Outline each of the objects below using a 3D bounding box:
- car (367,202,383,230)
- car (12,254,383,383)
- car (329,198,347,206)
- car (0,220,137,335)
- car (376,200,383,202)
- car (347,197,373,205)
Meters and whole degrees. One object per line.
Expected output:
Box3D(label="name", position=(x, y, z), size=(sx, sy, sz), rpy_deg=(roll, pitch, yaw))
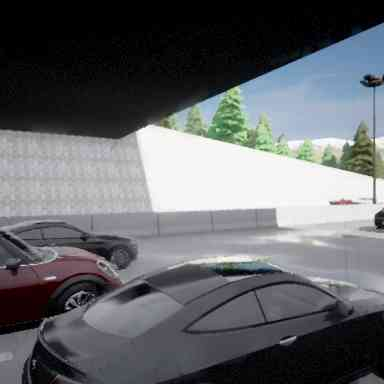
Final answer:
Box3D(label="car", position=(12.770, 1.484, 19.718), size=(4.892, 1.490, 1.837), rpy_deg=(0, 0, -32))
Box3D(label="car", position=(0.637, 1.523, 3.896), size=(4.674, 1.442, 1.812), rpy_deg=(0, 0, -32))
Box3D(label="car", position=(23.160, 1.553, 51.109), size=(4.718, 1.301, 1.895), rpy_deg=(0, 0, -31))
Box3D(label="car", position=(-3.487, 1.351, 5.447), size=(4.553, 1.767, 2.097), rpy_deg=(0, 0, -32))
Box3D(label="car", position=(27.265, 1.554, 45.413), size=(4.718, 1.301, 1.895), rpy_deg=(0, 0, -31))
Box3D(label="car", position=(25.055, 1.478, 48.166), size=(4.674, 1.442, 1.812), rpy_deg=(0, 0, -31))
